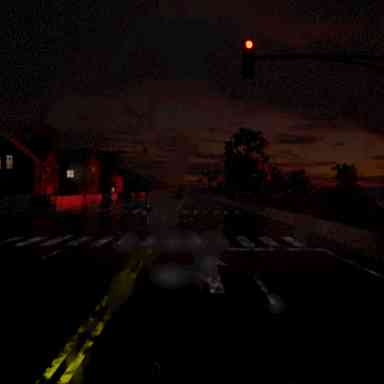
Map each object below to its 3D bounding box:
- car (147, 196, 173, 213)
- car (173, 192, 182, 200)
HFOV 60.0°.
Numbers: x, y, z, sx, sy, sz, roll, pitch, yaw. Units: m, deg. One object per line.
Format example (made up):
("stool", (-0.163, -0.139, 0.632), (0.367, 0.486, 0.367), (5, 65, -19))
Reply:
("car", (-3.253, 1.355, 32.547), (1.895, 1.301, 4.718), (0, 1, 0))
("car", (-3.257, 0.811, 74.693), (2.097, 1.767, 4.553), (0, 0, 0))
